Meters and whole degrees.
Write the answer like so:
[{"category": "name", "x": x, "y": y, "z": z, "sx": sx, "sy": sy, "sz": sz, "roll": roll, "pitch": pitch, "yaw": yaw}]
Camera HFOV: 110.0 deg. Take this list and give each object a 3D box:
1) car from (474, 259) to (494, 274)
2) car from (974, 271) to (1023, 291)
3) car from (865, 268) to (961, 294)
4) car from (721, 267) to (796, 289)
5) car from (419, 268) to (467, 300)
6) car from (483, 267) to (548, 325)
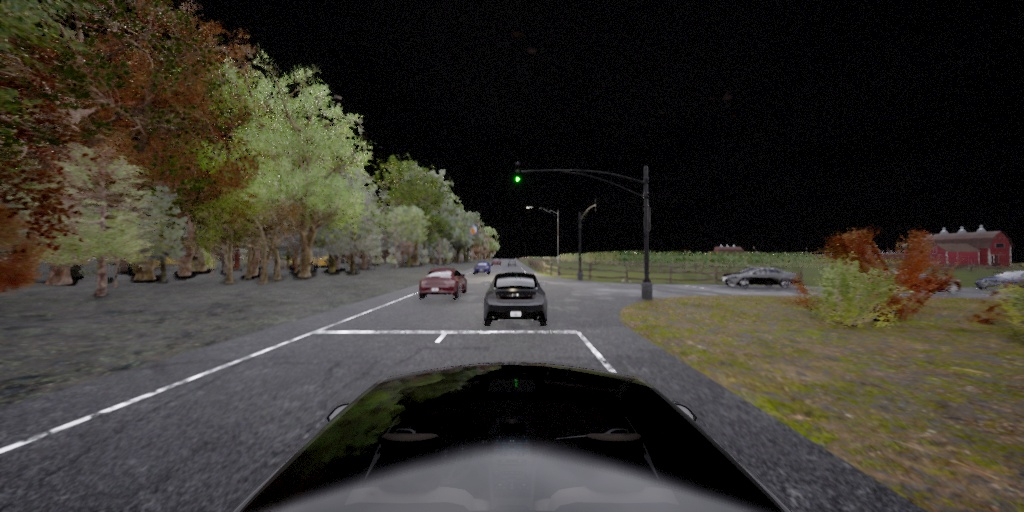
[{"category": "car", "x": -3.395, "y": 1.389, "z": 42.171, "sx": 1.812, "sy": 1.442, "sz": 4.674, "roll": 0, "pitch": 0, "yaw": 0}, {"category": "car", "x": 36.936, "y": 1.801, "z": 26.204, "sx": 4.674, "sy": 1.442, "sz": 1.812, "roll": 1, "pitch": -1, "yaw": 0}, {"category": "car", "x": 25.051, "y": 1.550, "z": 22.589, "sx": 5.008, "sy": 1.535, "sz": 1.882, "roll": 1, "pitch": -1, "yaw": 1}, {"category": "car", "x": 18.005, "y": 1.560, "z": 26.323, "sx": 4.902, "sy": 1.511, "sz": 2.128, "roll": 1, "pitch": -1, "yaw": 1}, {"category": "car", "x": -3.397, "y": 1.324, "z": 18.113, "sx": 1.812, "sy": 1.442, "sz": 4.674, "roll": 0, "pitch": 0, "yaw": 0}, {"category": "car", "x": 0.101, "y": 1.286, "z": 11.902, "sx": 1.837, "sy": 1.490, "sz": 4.892, "roll": 0, "pitch": 0, "yaw": 0}]
